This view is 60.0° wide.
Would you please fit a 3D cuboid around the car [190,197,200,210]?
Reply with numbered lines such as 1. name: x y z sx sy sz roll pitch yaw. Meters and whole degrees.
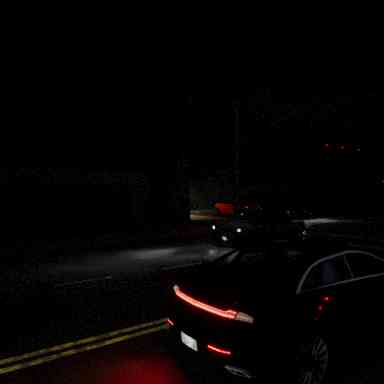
1. car: -1.369 1.220 42.362 2.150 2.045 5.566 0 0 -37

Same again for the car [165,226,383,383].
1. car: 1.942 1.491 5.209 4.902 1.511 2.128 0 0 -35

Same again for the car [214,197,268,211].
1. car: 4.010 1.353 29.288 2.097 1.767 4.553 0 0 -37

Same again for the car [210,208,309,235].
1. car: 3.058 1.600 15.088 4.718 1.301 1.895 0 0 -39

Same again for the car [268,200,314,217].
1. car: 8.345 1.505 29.332 1.837 1.490 4.892 0 0 -37
